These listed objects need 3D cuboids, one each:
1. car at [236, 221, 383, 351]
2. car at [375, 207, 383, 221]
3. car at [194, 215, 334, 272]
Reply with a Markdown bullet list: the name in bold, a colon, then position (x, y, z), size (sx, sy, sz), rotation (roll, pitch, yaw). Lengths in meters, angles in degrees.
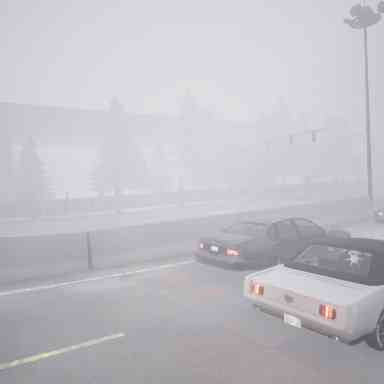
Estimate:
- **car**: position (3.251, 1.506, 6.092), size (4.718, 1.301, 1.895), rotation (-2, 1, -36)
- **car**: position (10.765, 0.867, 15.808), size (5.357, 1.411, 2.033), rotation (-4, 2, -36)
- **car**: position (2.616, 1.400, 9.944), size (5.357, 1.411, 2.033), rotation (-3, 1, -36)
